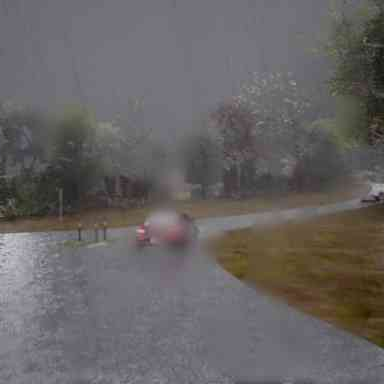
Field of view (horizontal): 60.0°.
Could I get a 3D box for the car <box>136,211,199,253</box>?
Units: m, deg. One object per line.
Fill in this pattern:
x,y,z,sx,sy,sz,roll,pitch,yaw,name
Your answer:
-0.886,1.503,13.513,1.812,1.442,4.674,-1,0,9,car

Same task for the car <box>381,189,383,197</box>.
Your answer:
35.625,0.238,61.433,1.882,1.535,5.008,-1,3,35,car

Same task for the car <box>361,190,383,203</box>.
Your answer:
26.636,0.914,49.680,1.994,1.385,4.181,-3,0,39,car
